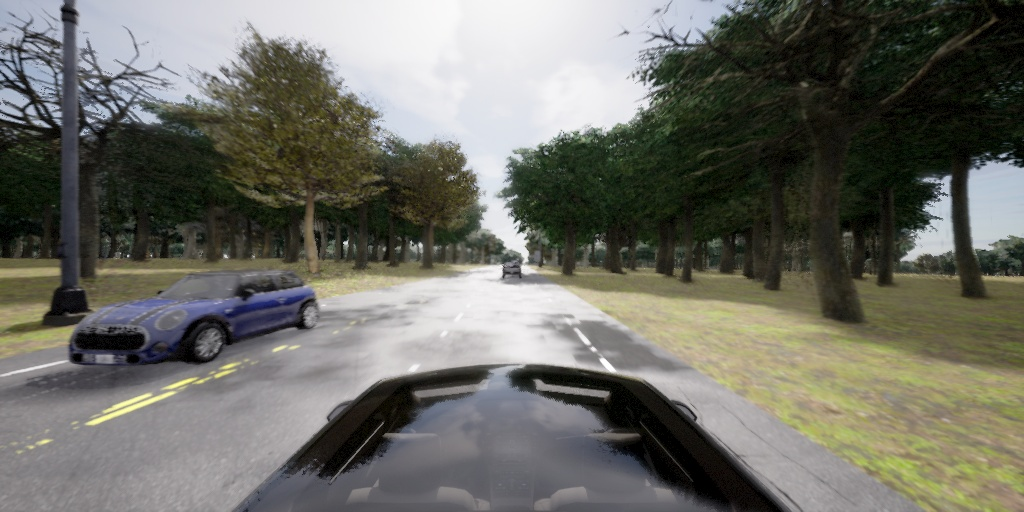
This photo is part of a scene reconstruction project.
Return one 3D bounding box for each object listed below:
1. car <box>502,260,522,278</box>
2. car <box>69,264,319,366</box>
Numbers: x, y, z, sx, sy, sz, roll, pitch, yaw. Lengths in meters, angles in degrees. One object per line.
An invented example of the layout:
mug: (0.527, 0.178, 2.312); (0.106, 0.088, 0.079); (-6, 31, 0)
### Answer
car: (0.003, 1.322, 35.656); (2.128, 1.511, 4.902); (0, 0, 0)
car: (-6.567, 1.108, 8.163); (2.097, 1.767, 4.553); (0, 0, 4)
